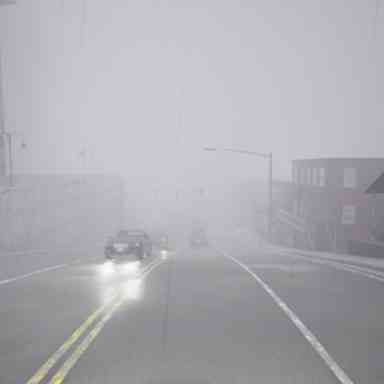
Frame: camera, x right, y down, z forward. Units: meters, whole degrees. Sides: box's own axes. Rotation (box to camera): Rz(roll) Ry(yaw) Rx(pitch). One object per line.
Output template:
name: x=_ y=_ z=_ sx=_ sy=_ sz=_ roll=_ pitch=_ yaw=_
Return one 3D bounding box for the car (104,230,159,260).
car: x=-3.308 y=2.785 z=17.995 sx=2.128 sy=1.511 sz=4.902 roll=0 pitch=-8 yaw=1

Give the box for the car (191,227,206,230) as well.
car: x=0.865 y=5.435 z=45.367 sx=2.033 sy=1.411 sz=5.357 roll=0 pitch=0 yaw=1

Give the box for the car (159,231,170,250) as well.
car: x=-3.103 y=4.202 z=29.498 sx=2.097 sy=1.767 sz=4.553 roll=0 pitch=-7 yaw=1

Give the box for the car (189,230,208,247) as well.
car: x=0.700 y=5.047 z=35.439 sx=1.994 sy=1.385 sz=4.181 roll=0 pitch=-5 yaw=1
